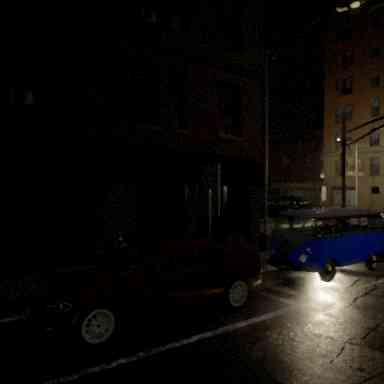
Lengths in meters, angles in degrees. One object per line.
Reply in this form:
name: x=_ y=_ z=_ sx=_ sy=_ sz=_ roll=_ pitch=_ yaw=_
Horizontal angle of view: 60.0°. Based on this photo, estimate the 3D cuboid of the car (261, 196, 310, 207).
car: x=6.240 y=1.328 z=26.878 sx=2.150 sy=2.045 sz=5.566 roll=1 pitch=-1 yaw=-36

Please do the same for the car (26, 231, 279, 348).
car: x=-0.637 y=1.562 z=6.309 sx=4.507 sy=1.381 sz=1.887 roll=0 pitch=0 yaw=-36

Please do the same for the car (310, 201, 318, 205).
car: x=8.865 y=1.359 z=28.791 sx=2.150 sy=2.045 sz=5.566 roll=1 pitch=0 yaw=-36

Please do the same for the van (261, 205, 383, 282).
van: x=3.969 y=1.390 z=9.600 sx=3.998 sy=1.788 sz=1.690 roll=0 pitch=0 yaw=-36
